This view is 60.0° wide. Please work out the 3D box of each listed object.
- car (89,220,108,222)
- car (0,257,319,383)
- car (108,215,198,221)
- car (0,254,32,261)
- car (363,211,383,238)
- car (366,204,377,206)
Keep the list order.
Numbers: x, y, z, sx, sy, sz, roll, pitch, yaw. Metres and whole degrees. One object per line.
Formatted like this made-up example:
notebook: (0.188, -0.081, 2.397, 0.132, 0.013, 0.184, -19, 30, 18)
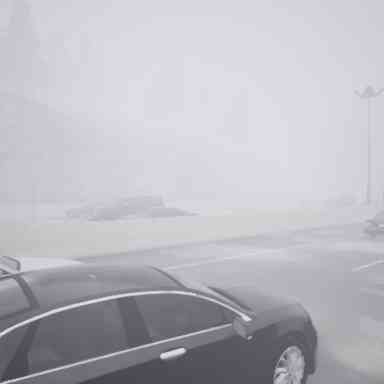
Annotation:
car: (-4.303, 1.284, 22.875, 5.566, 2.045, 2.150, 0, 0, -39)
car: (-0.700, 1.515, 3.360, 4.892, 1.490, 1.837, 0, 0, -36)
car: (-1.996, 1.603, 20.225, 5.357, 1.411, 2.033, 0, 0, -39)
car: (-3.904, 1.541, 5.360, 4.674, 1.442, 1.812, 0, 0, -35)
car: (10.561, 1.593, 16.860, 5.357, 1.411, 2.033, 0, 0, -42)
car: (26.903, 1.736, 50.005, 1.895, 1.301, 4.718, 0, 0, 38)
